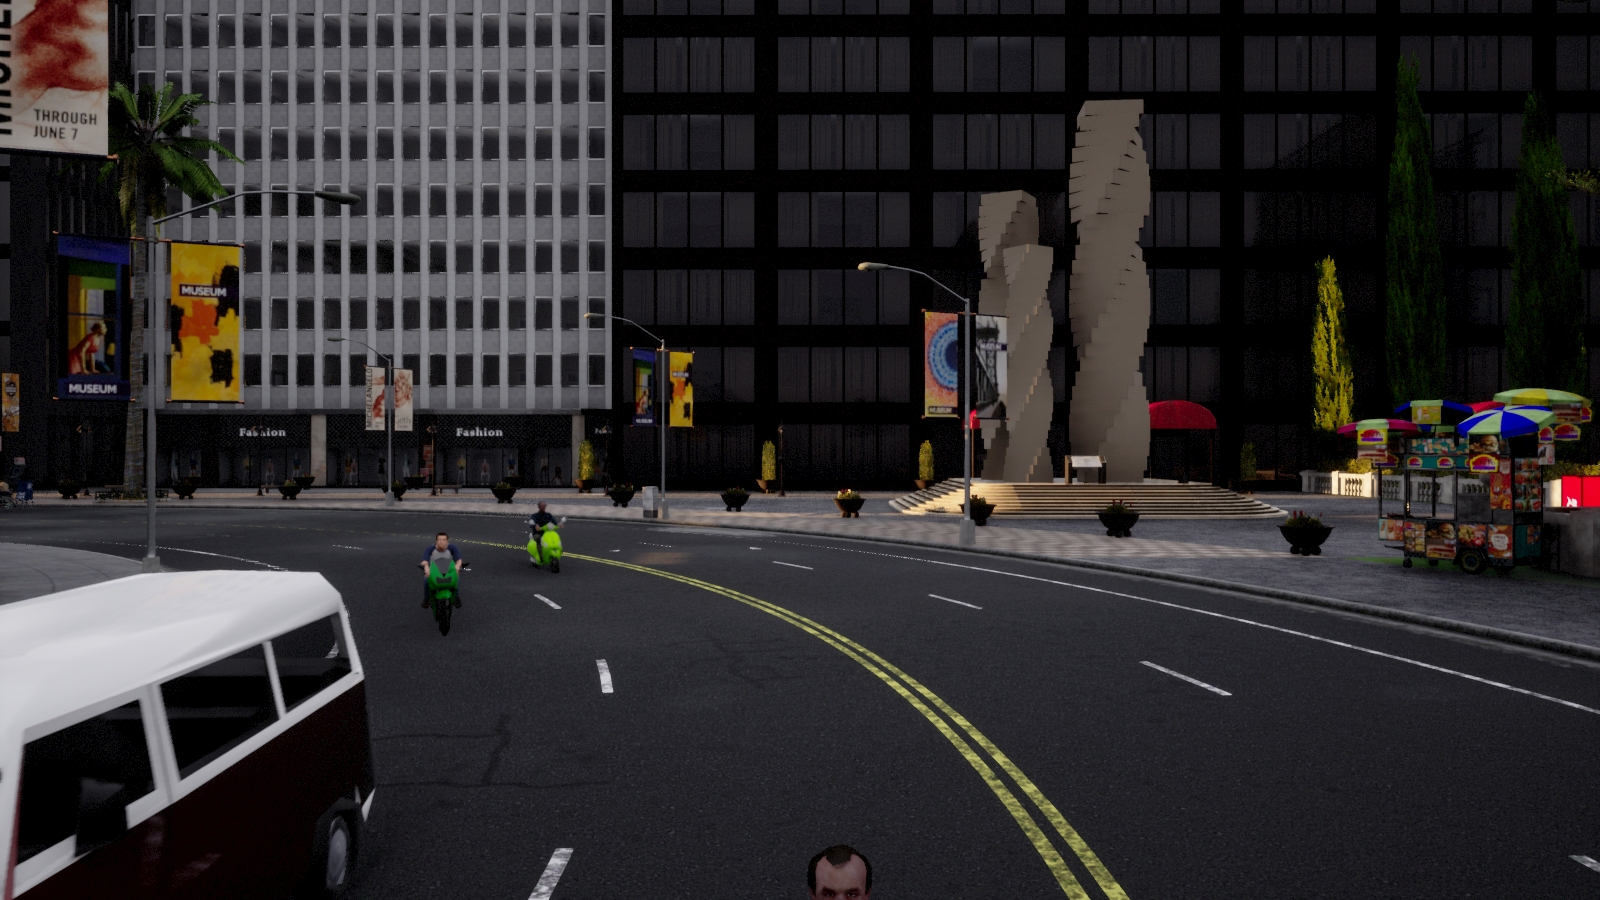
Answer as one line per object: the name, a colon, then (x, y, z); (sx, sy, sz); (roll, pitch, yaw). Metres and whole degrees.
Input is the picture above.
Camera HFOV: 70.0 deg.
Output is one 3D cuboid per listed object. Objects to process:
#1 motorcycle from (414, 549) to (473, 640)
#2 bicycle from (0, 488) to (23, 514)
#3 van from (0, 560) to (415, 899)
motorcycle: (-5.598, 2.214, 17.850); (0.803, 1.145, 2.033); (-1, 0, -19)
bicycle: (-35.602, 2.256, 50.853); (1.487, 1.080, 0.859); (0, 1, 4)
van: (-3.592, 1.783, 5.644); (2.069, 2.038, 4.480); (0, 0, -3)
